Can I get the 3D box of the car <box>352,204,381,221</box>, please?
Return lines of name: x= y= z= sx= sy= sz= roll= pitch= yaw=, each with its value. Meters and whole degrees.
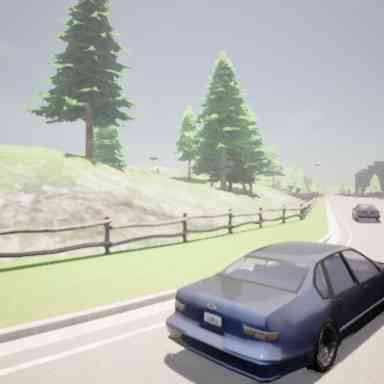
car: x=15.065 y=1.736 z=28.908 sx=2.033 sy=1.411 sz=5.357 roll=0 pitch=-1 yaw=22

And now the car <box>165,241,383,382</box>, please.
car: x=2.044 y=1.591 z=5.766 sx=5.357 sy=1.411 sz=2.033 roll=0 pitch=-1 yaw=-44
